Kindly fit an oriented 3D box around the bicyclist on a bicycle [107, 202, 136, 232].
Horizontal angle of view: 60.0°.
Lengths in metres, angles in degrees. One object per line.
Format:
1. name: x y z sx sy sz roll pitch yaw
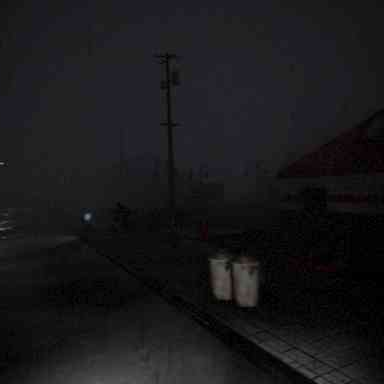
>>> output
1. bicyclist on a bicycle: -3.860 1.355 18.261 1.656 1.620 0.582 -2 1 -27
